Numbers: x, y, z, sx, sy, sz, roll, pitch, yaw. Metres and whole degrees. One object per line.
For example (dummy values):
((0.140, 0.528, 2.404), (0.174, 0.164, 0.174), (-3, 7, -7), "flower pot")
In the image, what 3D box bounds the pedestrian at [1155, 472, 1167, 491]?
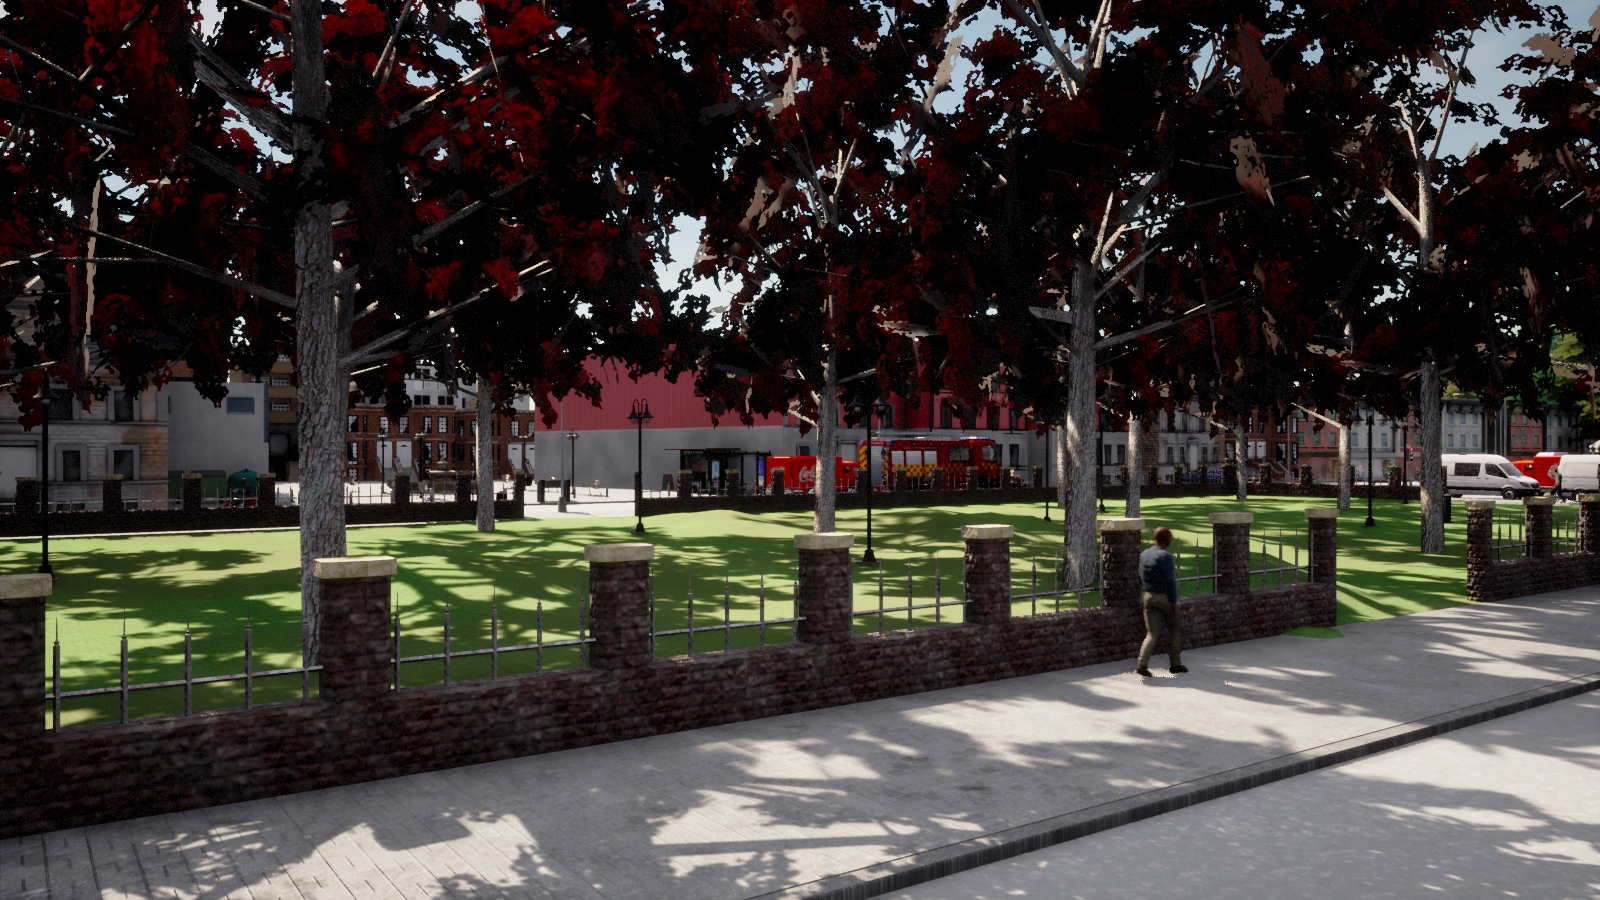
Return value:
((21.850, 1.906, 69.127), (0.500, 1.100, 0.500), (0, 0, -28), "pedestrian")

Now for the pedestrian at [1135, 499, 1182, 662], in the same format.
((4.231, 1.525, 13.471), (0.375, 1.860, 0.375), (0, 0, -33), "pedestrian")

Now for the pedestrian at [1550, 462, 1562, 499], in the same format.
((37.720, 1.525, 57.009), (0.375, 1.860, 0.375), (0, 0, -36), "pedestrian")

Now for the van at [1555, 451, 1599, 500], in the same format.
((42.801, 1.314, 59.145), (1.988, 2.561, 5.915), (0, 0, -34), "van")

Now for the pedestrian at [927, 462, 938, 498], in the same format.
((6.793, 1.524, 58.563), (0.375, 1.860, 0.375), (0, 0, -36), "pedestrian")

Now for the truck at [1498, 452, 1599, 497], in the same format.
((43.313, 1.345, 65.355), (2.627, 2.467, 5.204), (0, 0, -35), "truck")

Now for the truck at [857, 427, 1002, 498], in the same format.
((7.473, 0.671, 65.186), (8.468, 3.827, 2.891), (0, 0, -35), "truck")

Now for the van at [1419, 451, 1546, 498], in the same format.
((38.735, 1.314, 65.046), (1.988, 2.561, 5.915), (0, 0, -34), "van")

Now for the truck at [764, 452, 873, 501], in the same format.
((0.982, 1.348, 60.339), (5.204, 2.467, 2.627), (0, 0, -35), "truck")

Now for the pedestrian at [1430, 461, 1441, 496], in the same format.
((34.374, 1.523, 61.771), (0.375, 1.860, 0.375), (0, 0, -35), "pedestrian")
